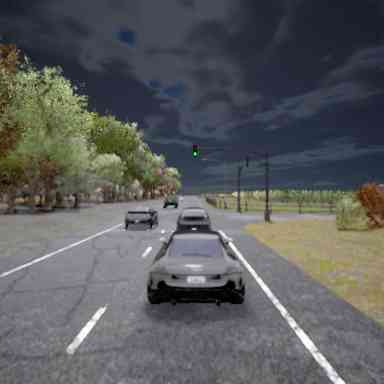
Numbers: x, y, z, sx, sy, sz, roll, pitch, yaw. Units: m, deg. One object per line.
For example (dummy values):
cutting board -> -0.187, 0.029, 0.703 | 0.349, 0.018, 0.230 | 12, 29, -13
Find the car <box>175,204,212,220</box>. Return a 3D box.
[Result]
car -> 0.103, 1.632, 19.410 | 1.837, 1.490, 4.892 | 0, 0, 0

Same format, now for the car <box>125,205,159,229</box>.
car -> -3.396, 1.641, 23.081 | 2.128, 1.511, 4.902 | 0, 0, 0

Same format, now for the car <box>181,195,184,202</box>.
car -> -3.491, 1.806, 93.612 | 2.150, 2.045, 5.566 | 0, 0, 0

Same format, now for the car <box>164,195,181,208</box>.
car -> -3.394, 1.572, 55.272 | 2.150, 2.045, 5.566 | 0, 0, 0

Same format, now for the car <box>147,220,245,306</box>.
car -> 0.097, 1.617, 8.200 | 1.994, 1.385, 4.181 | 0, 0, 1
